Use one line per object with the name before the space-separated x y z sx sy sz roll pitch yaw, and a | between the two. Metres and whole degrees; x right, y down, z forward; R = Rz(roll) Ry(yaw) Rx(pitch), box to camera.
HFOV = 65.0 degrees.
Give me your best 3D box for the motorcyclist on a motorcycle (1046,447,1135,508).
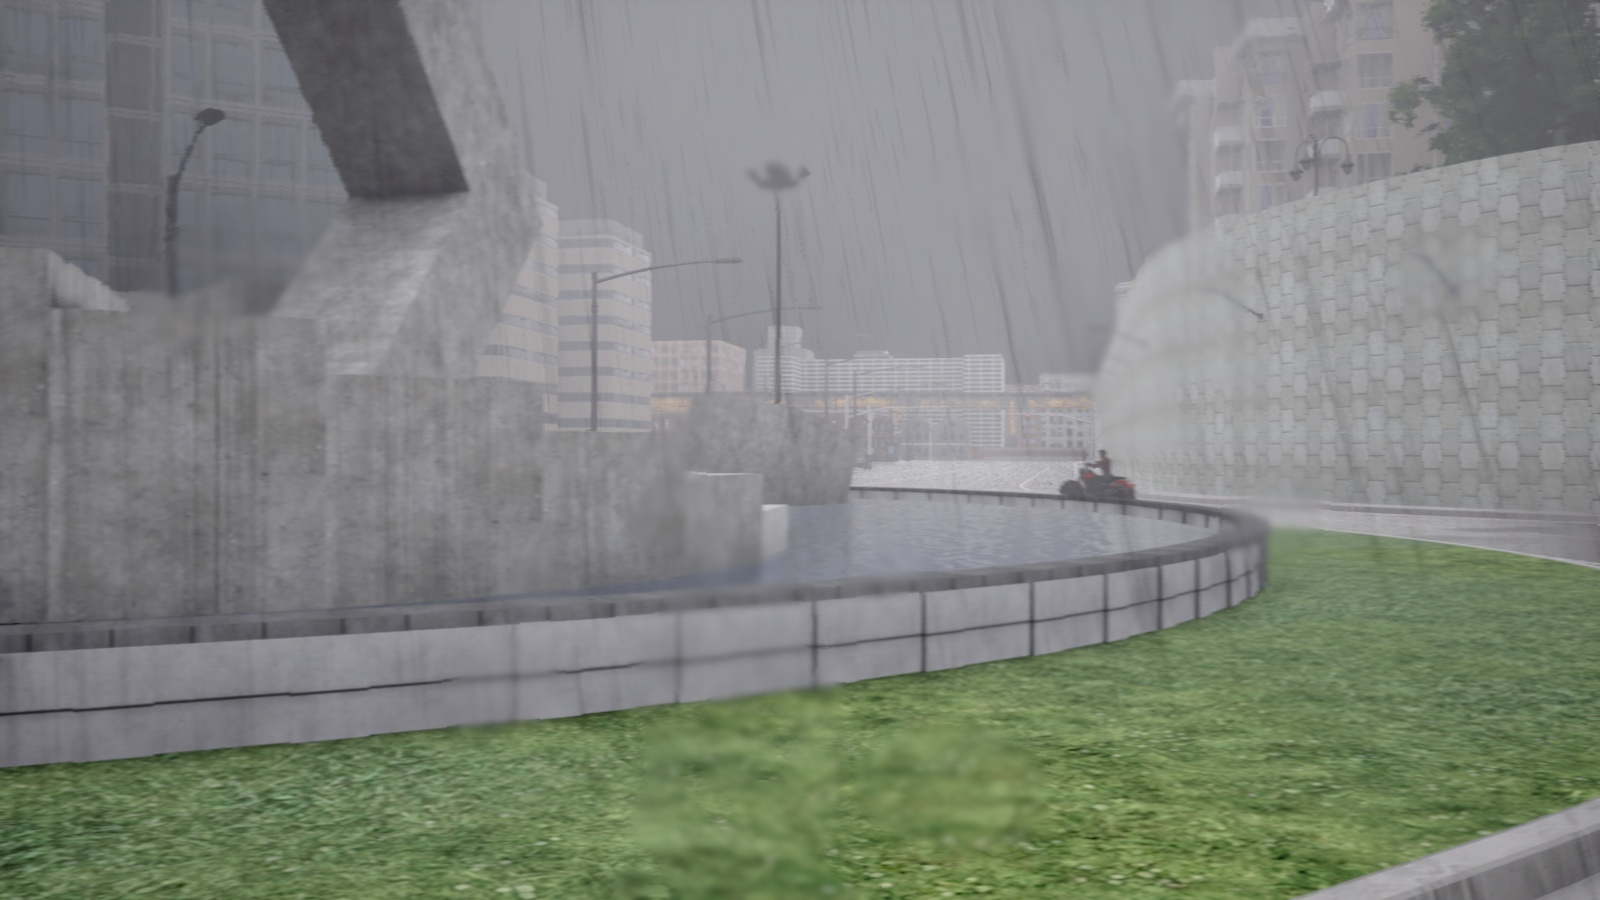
motorcyclist on a motorcycle | 8.138 0.749 35.254 0.766 1.649 2.350 -1 0 -45
